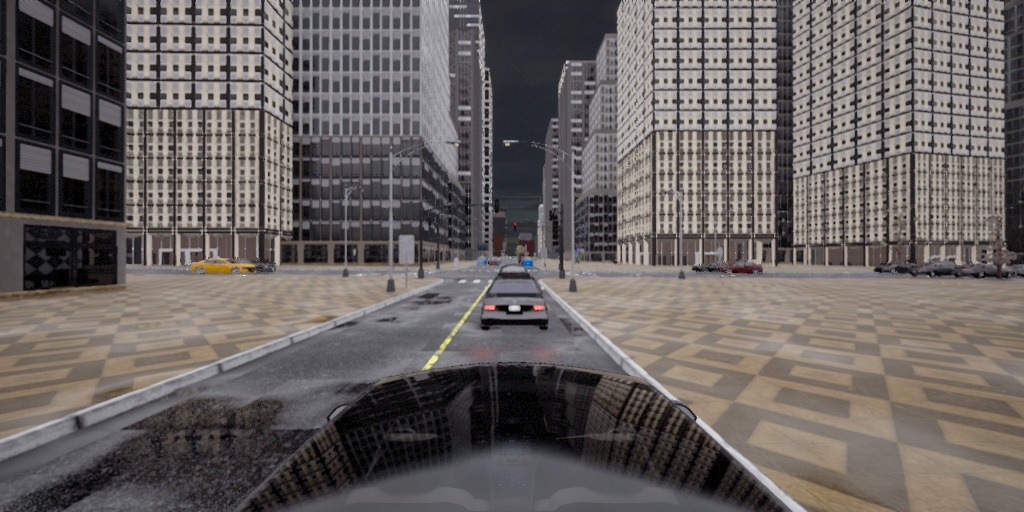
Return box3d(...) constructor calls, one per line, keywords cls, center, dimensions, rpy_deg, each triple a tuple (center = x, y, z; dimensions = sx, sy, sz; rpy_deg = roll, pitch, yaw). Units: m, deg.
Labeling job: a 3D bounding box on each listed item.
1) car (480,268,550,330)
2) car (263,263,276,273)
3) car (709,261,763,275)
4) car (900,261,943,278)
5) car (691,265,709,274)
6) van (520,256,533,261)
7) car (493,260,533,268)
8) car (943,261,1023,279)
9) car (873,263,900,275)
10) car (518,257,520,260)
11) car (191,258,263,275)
box3d(cls="car", center=(0.080, 1.282, 11.022), dimensions=(2.033, 1.411, 5.357), rpy_deg=(0, 0, 1))
box3d(cls="car", center=(-26.147, 1.020, 35.711), dimensions=(4.674, 1.442, 1.812), rpy_deg=(1, 0, -1))
box3d(cls="car", center=(25.420, 1.356, 40.325), dimensions=(5.008, 1.535, 1.882), rpy_deg=(0, 0, -1))
box3d(cls="car", center=(44.436, 1.477, 37.525), dimensions=(4.902, 1.511, 2.128), rpy_deg=(0, 0, -2))
box3d(cls="car", center=(24.476, 1.483, 43.553), dimensions=(4.718, 1.301, 1.895), rpy_deg=(0, 0, -1))
box3d(cls="van", center=(2.586, 0.992, 59.118), dimensions=(1.690, 1.789, 3.998), rpy_deg=(0, 0, 0))
box3d(cls="car", center=(0.078, 1.196, 20.847), dimensions=(1.882, 1.535, 5.008), rpy_deg=(0, 0, 0))
box3d(cls="car", center=(45.105, 1.471, 34.301), dimensions=(4.902, 1.511, 2.128), rpy_deg=(0, 0, -3))
box3d(cls="car", center=(47.527, 1.531, 44.242), dimensions=(4.892, 1.490, 1.837), rpy_deg=(1, 0, -3))
box3d(cls="car", center=(2.508, 1.187, 64.656), dimensions=(1.888, 1.381, 4.507), rpy_deg=(0, 0, 0))
box3d(cls="car", center=(-26.004, 0.963, 32.462), dimensions=(5.008, 1.535, 1.882), rpy_deg=(1, 0, -1))
